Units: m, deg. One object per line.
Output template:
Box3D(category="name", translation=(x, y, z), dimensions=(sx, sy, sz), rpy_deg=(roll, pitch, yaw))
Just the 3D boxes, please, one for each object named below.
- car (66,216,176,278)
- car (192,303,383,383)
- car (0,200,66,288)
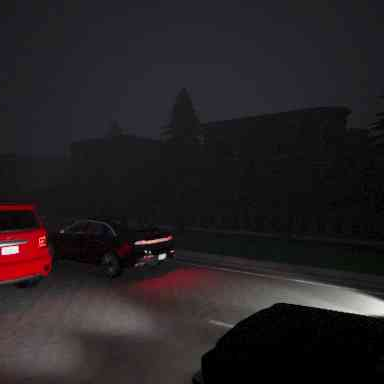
Box3D(category="car", translation=(-2.747, 1.492, 10.199), dimensions=(4.902, 1.511, 2.128), rpy_deg=(0, 0, 36))
Box3D(category="car", translation=(2.332, 1.601, 2.329), dimensions=(4.718, 1.301, 1.895), rpy_deg=(0, 0, 36))
Box3D(category="car", translation=(-5.675, 1.221, 7.999), dimensions=(5.566, 2.045, 2.150), rpy_deg=(0, 0, 36))
